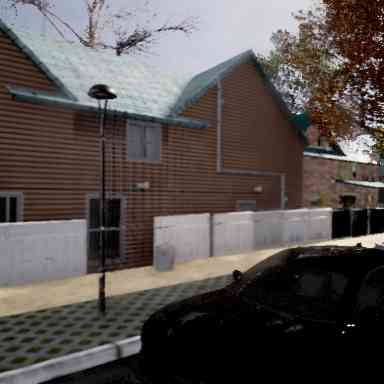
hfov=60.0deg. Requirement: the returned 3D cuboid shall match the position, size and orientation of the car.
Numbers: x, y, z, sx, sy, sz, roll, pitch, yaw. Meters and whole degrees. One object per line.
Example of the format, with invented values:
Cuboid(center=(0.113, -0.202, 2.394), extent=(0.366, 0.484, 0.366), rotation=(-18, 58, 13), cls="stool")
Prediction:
Cuboid(center=(1.727, 1.491, 4.302), extent=(5.008, 1.535, 1.882), rotation=(0, 0, -35), cls="car")
